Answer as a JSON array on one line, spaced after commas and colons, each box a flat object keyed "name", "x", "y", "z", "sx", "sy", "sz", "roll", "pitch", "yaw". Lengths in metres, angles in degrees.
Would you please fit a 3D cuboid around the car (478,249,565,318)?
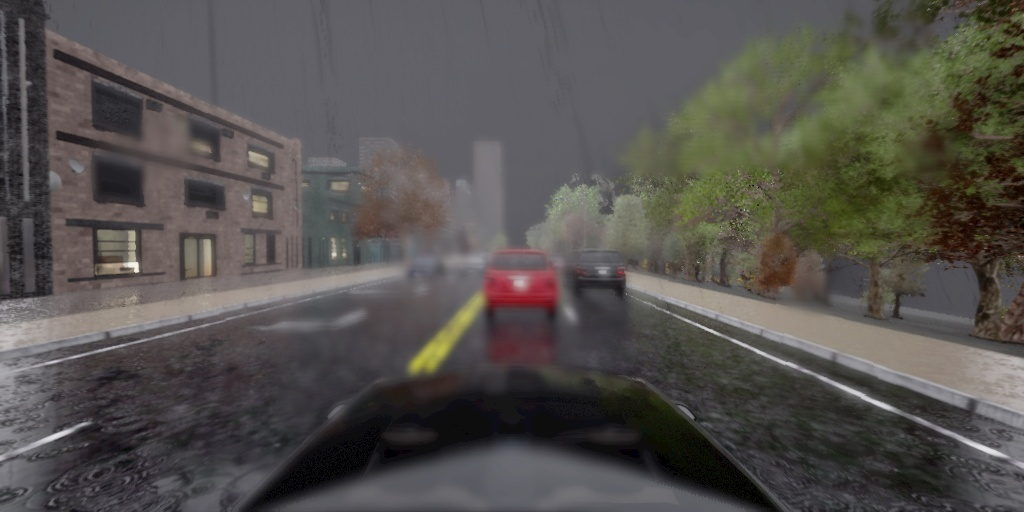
[{"name": "car", "x": 0.329, "y": 0.786, "z": 12.231, "sx": 2.150, "sy": 2.045, "sz": 5.566, "roll": 0, "pitch": 1, "yaw": 2}]

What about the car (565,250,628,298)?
[{"name": "car", "x": 3.737, "y": 0.724, "z": 16.784, "sx": 2.150, "sy": 2.045, "sz": 5.566, "roll": 0, "pitch": 1, "yaw": 2}]

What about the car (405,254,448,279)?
[{"name": "car", "x": -5.931, "y": 0.828, "z": 25.580, "sx": 2.033, "sy": 1.411, "sz": 5.357, "roll": 0, "pitch": 1, "yaw": 2}]

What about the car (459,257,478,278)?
[{"name": "car", "x": -2.650, "y": 0.801, "z": 27.096, "sx": 1.812, "sy": 1.442, "sz": 4.674, "roll": 0, "pitch": 1, "yaw": 2}]

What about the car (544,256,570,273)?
[{"name": "car", "x": 4.188, "y": 0.765, "z": 33.763, "sx": 1.994, "sy": 1.385, "sz": 4.181, "roll": 0, "pitch": 1, "yaw": 1}]
